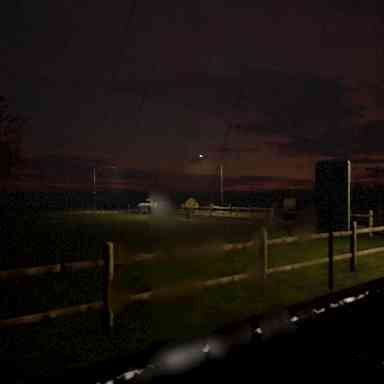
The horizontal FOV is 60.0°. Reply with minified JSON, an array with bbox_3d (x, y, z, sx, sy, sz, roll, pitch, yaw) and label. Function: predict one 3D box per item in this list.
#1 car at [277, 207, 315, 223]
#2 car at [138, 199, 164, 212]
[{"bbox_3d":[9.618,1.988,29.473,1.994,1.385,4.181,0,-1,-35],"label":"car"},{"bbox_3d":[-6.580,2.193,52.931,2.150,2.045,5.566,0,-1,-35],"label":"car"}]
